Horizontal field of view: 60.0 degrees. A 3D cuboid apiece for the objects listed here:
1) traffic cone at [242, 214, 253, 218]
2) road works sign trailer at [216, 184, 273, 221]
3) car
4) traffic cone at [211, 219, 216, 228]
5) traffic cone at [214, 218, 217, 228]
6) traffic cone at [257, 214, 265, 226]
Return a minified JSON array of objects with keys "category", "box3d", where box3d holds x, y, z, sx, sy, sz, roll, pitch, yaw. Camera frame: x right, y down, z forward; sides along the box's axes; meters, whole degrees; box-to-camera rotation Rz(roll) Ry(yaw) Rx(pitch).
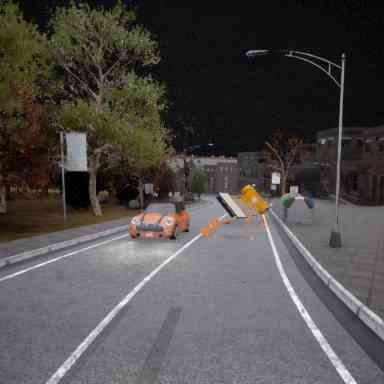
[{"category":"traffic cone","box3d":[3.688,1.927,21.997,0.340,0.580,0.340,2,2,7]},{"category":"road works sign trailer","box3d":[3.305,1.093,23.634,3.560,2.880,2.380,4,42,-51]},{"category":"car","box3d":[-1.427,1.264,16.519,2.097,1.767,4.553,1,0,11]},{"category":"traffic cone","box3d":[0.988,1.900,18.479,0.340,0.580,0.340,1,0,11]},{"category":"traffic cone","box3d":[1.363,1.895,20.443,0.340,0.580,0.340,1,0,11]},{"category":"traffic cone","box3d":[4.677,1.946,21.973,0.340,0.580,0.340,1,0,20]}]
